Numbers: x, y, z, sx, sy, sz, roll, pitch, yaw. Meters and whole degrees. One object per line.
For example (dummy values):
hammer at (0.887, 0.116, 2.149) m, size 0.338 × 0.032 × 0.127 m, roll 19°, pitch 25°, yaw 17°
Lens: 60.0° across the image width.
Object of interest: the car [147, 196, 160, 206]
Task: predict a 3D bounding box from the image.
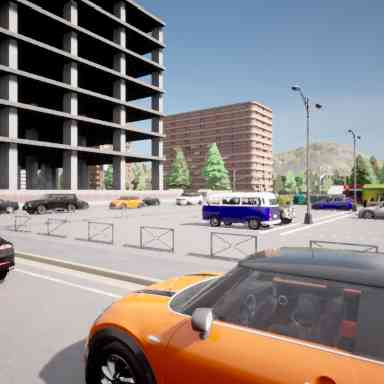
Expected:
car at (-6.886, 1.437, 50.575) m, size 2.128 × 1.511 × 4.902 m, roll 0°, pitch 0°, yaw 35°

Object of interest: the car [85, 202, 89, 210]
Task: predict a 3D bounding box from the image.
car at (-14.448, 1.508, 39.876) m, size 1.994 × 1.385 × 4.181 m, roll 0°, pitch 0°, yaw 35°

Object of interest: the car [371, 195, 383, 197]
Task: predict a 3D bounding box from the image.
car at (17.786, 1.153, 29.391) m, size 4.605 × 1.855 × 1.932 m, roll 0°, pitch 0°, yaw 36°

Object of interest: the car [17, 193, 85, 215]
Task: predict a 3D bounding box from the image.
car at (-14.284, 1.166, 34.033) m, size 2.150 × 2.045 × 5.566 m, roll 0°, pitch 0°, yaw 35°

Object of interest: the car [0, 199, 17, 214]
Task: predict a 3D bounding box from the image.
car at (-19.590, 1.436, 32.602) m, size 2.128 × 1.511 × 4.902 m, roll 0°, pitch 0°, yaw 36°

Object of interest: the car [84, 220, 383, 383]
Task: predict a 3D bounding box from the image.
car at (1.002, 1.352, 3.274) m, size 4.553 × 1.767 × 2.097 m, roll 0°, pitch 0°, yaw 35°

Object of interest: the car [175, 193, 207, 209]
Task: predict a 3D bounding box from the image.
car at (-0.417, 1.167, 53.636) m, size 2.150 × 2.045 × 5.566 m, roll 0°, pitch 0°, yaw 36°

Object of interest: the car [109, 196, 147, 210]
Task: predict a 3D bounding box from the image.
car at (-8.406, 1.297, 42.361) m, size 2.097 × 1.767 × 4.553 m, roll 0°, pitch 0°, yaw 35°

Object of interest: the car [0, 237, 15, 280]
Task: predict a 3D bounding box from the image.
car at (-6.511, 1.492, 8.588) m, size 4.902 × 1.511 × 2.128 m, roll 0°, pitch 0°, yaw 35°

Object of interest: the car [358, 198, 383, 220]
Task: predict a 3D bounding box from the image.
car at (14.579, 1.395, 24.826) m, size 3.806 × 1.475 × 1.970 m, roll 0°, pitch 0°, yaw 36°
